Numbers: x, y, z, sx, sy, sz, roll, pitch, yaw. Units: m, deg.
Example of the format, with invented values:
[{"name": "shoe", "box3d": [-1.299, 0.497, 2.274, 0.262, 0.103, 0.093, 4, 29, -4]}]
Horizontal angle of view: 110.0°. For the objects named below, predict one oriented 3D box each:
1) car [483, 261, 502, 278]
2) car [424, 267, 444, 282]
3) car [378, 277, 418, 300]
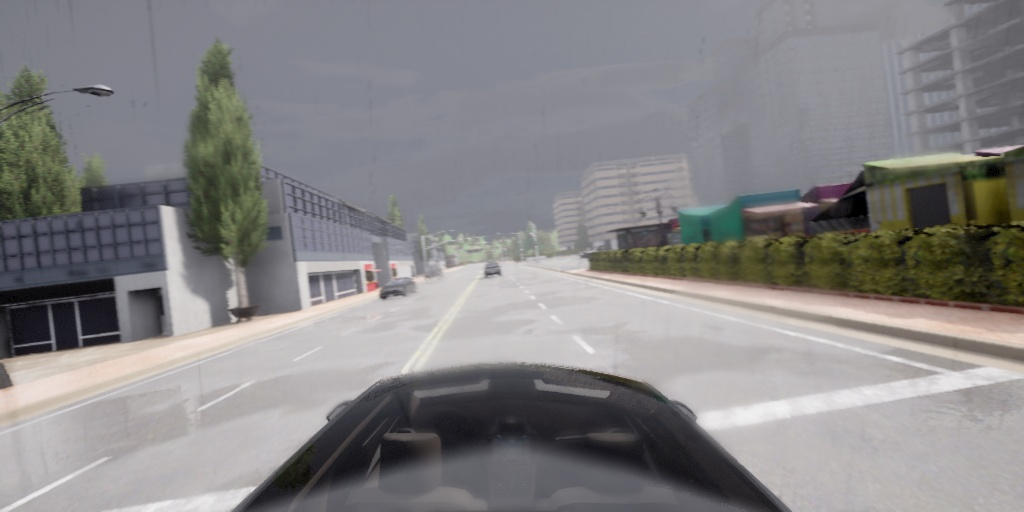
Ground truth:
[{"name": "car", "box3d": [-2.145, 1.565, 40.069, 2.128, 1.511, 4.902, -7, 0, -3]}, {"name": "car", "box3d": [-9.392, 2.119, 43.438, 1.837, 1.490, 4.892, -7, 0, -3]}, {"name": "car", "box3d": [-8.523, 2.380, 27.313, 2.033, 1.411, 5.357, -7, 0, -3]}]
